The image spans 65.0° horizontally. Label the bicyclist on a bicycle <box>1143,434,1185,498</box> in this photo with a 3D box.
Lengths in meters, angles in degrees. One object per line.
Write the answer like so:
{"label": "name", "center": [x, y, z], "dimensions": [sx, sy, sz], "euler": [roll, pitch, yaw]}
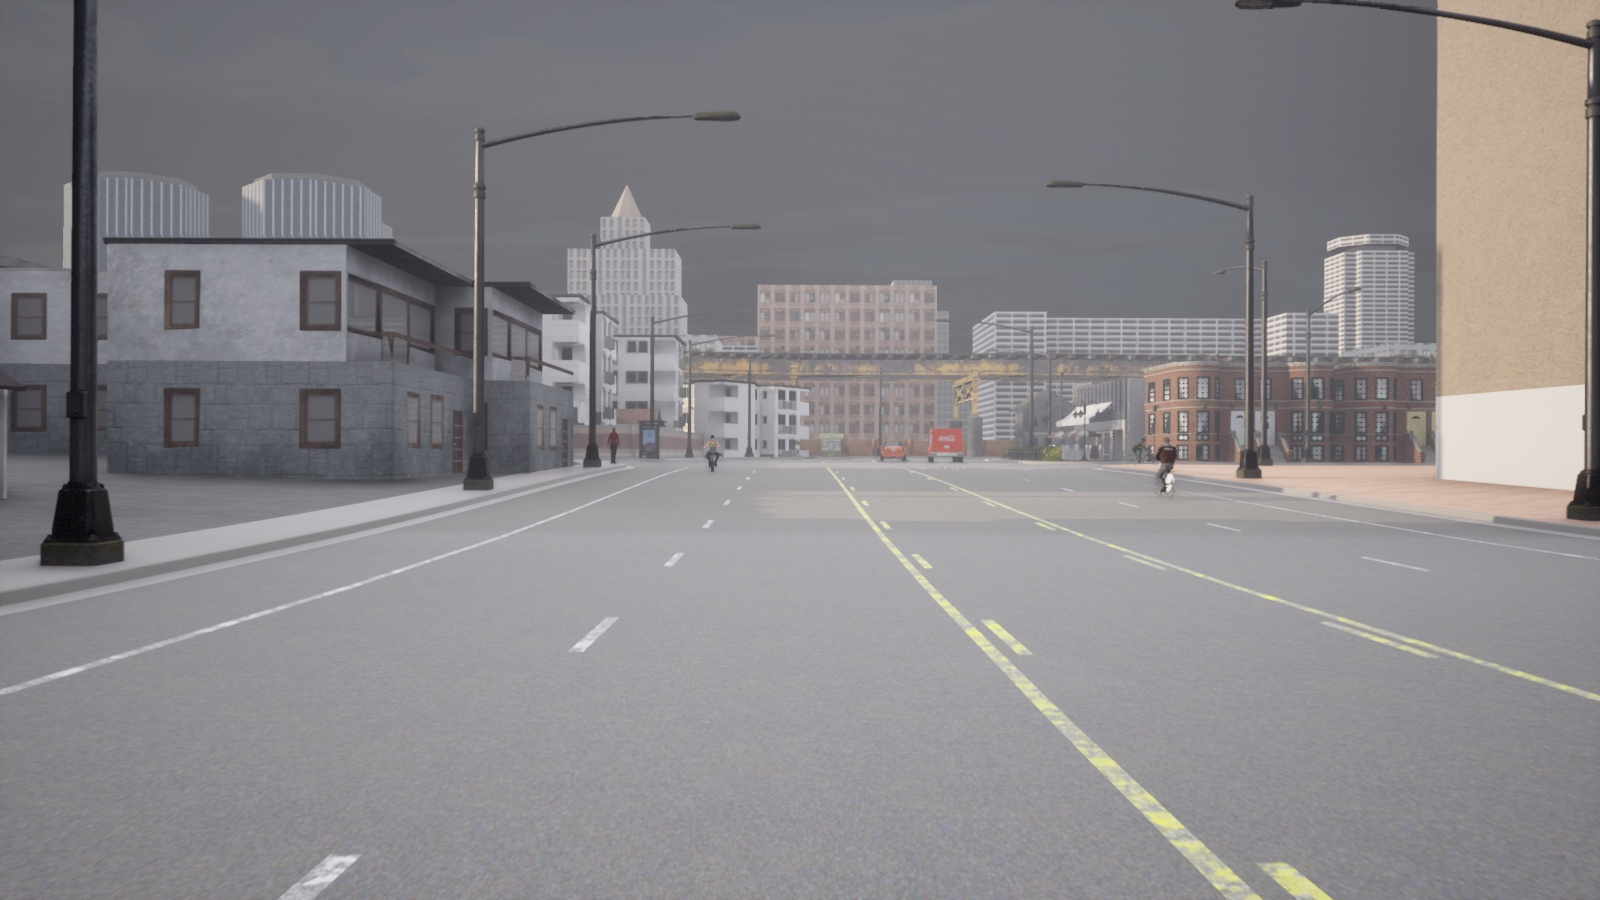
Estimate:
{"label": "bicyclist on a bicycle", "center": [10.336, 0.431, 35.744], "dimensions": [0.659, 1.776, 1.843], "euler": [0, 1, 0]}

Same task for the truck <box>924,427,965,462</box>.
{"label": "truck", "center": [10.617, -0.399, 92.543], "dimensions": [2.627, 2.467, 5.204], "euler": [0, 0, 2]}

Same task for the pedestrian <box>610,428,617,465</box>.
{"label": "pedestrian", "center": [-9.268, -0.165, 62.449], "dimensions": [0.331, 1.846, 0.636], "euler": [0, 0, -5]}
